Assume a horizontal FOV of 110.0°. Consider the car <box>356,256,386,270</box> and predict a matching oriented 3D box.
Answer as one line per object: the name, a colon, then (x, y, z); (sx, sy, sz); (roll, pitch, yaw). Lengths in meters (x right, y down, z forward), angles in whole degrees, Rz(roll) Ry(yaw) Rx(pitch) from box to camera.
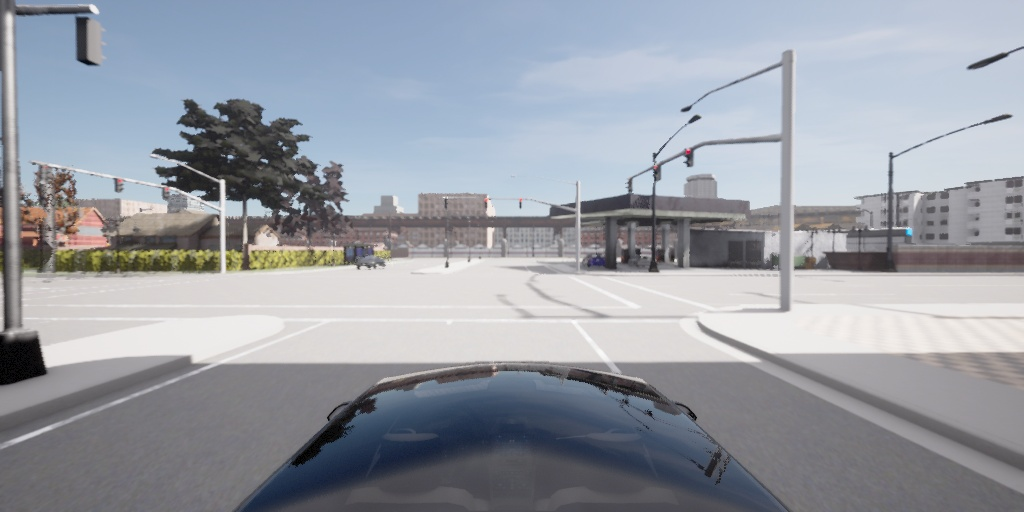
car: (-15.003, 0.651, 38.351); (1.994, 1.385, 4.181); (0, 1, 0)
